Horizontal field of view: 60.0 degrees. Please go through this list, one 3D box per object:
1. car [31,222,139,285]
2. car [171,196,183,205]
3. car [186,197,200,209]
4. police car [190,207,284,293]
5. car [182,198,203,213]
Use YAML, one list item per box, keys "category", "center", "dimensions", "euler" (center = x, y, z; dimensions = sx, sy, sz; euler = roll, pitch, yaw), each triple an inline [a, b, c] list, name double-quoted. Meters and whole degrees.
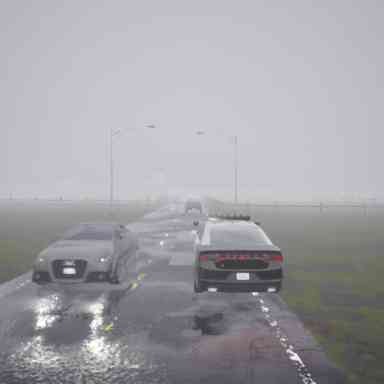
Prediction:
- category: "car"
  center: [-2.719, 1.564, 9.372]
  dimensions: [1.994, 1.385, 4.181]
  euler: [0, 0, 0]
- category: "car"
  center: [-2.553, 1.490, 58.870]
  dimensions: [1.837, 1.490, 4.892]
  euler: [0, 0, 0]
- category: "car"
  center: [0.186, 1.516, 47.397]
  dimensions: [1.812, 1.442, 4.674]
  euler: [0, 0, 1]
- category: "police car"
  center: [0.992, 1.426, 9.009]
  dimensions: [1.930, 1.638, 5.238]
  euler: [0, 0, 0]
- category: "car"
  center: [0.197, 1.499, 37.228]
  dimensions: [1.837, 1.490, 4.892]
  euler: [0, 0, 0]
